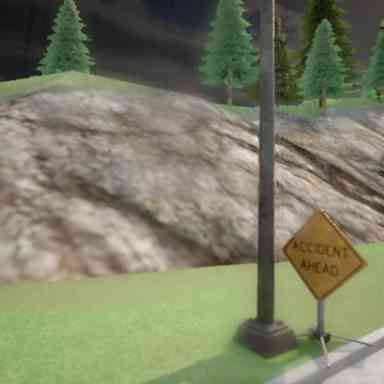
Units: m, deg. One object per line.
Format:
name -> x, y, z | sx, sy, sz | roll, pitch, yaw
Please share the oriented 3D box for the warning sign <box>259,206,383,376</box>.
warning sign -> 1.780, 1.153, 4.588 | 1.060, 1.860, 1.300 | 1, 0, -36
